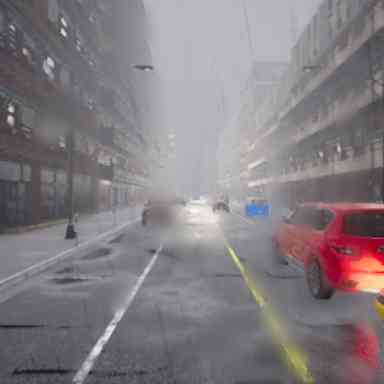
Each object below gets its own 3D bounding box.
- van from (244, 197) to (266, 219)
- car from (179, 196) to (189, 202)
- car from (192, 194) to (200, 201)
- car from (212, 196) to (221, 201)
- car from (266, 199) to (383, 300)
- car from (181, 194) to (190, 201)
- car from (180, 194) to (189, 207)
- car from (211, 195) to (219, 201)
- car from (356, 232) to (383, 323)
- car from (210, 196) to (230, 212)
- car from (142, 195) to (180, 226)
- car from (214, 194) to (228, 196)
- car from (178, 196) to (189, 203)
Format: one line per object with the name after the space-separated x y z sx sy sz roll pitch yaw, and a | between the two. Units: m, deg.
5.644 1.394 29.382 1.690 1.788 3.998 1 0 1 | van
-1.723 1.585 74.805 1.947 1.339 4.313 1 0 1 | car
0.934 1.394 83.514 2.097 1.767 4.553 0 0 1 | car
6.286 1.650 86.086 1.947 1.339 4.313 1 0 1 | car
3.656 1.255 8.577 2.150 2.045 5.566 0 0 1 | car
-1.589 1.341 86.147 2.192 1.841 5.009 1 0 1 | car
-1.977 1.322 52.123 2.192 1.841 5.009 1 0 1 | car
6.351 1.639 91.757 2.008 1.369 4.403 1 0 1 | car
3.587 1.483 2.737 1.801 1.575 5.366 0 0 1 | car
3.248 1.565 38.644 1.812 1.442 4.674 0 0 1 | car
-2.300 1.308 23.771 2.192 1.841 5.009 1 0 1 | car
6.032 1.386 63.404 2.192 1.841 5.009 1 0 1 | car
-1.788 1.567 69.134 2.008 1.369 4.403 1 0 1 | car
